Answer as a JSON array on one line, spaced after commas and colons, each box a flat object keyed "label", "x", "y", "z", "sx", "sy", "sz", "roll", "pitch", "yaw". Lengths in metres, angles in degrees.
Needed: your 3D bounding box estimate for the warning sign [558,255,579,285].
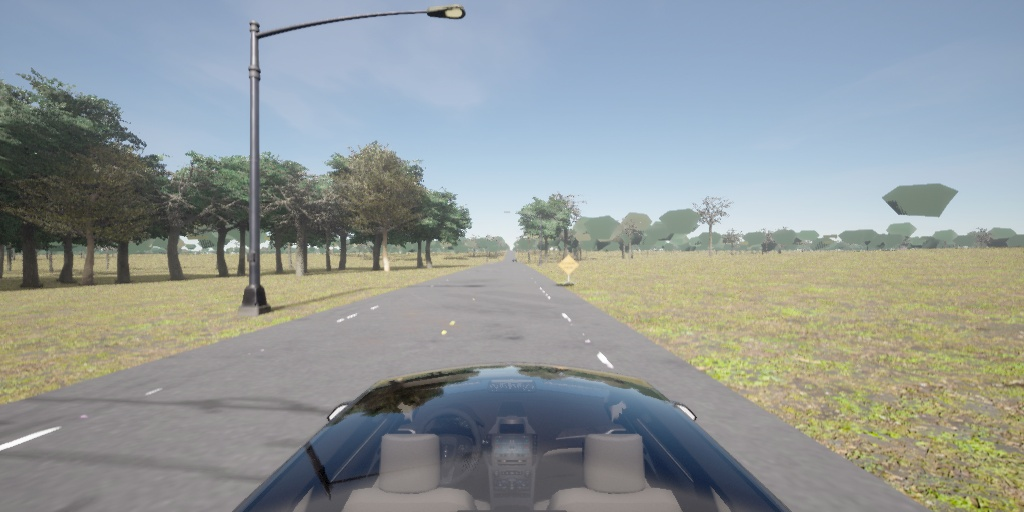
[{"label": "warning sign", "x": 3.550, "y": 0.850, "z": 22.493, "sx": 1.300, "sy": 1.860, "sz": 1.060, "roll": 0, "pitch": 0, "yaw": 0}]
